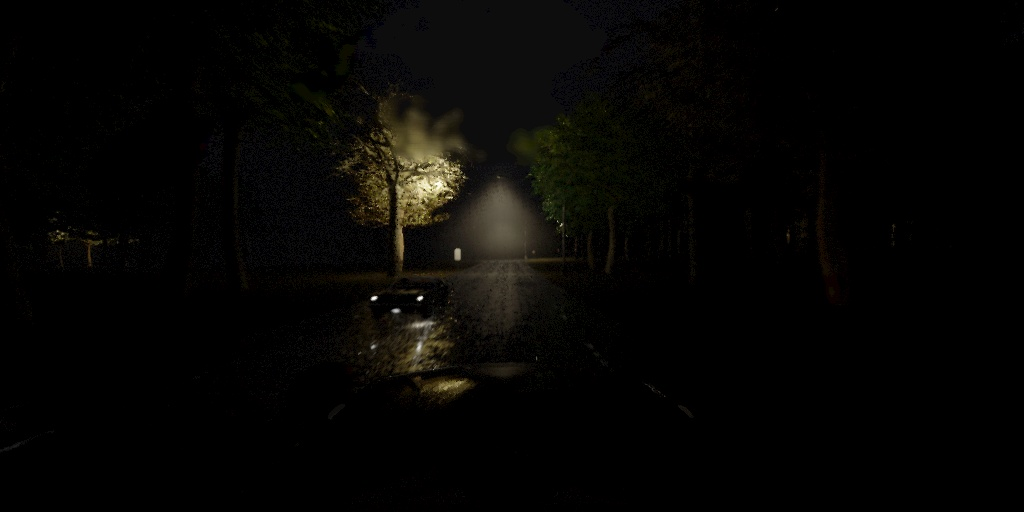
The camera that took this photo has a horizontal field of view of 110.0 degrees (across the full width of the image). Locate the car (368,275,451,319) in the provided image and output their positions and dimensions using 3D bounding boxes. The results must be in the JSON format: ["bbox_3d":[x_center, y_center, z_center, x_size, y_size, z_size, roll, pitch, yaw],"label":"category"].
[{"bbox_3d":[-3.593,1.412,13.362,1.895,1.301,4.718,0,0,0],"label":"car"}]
